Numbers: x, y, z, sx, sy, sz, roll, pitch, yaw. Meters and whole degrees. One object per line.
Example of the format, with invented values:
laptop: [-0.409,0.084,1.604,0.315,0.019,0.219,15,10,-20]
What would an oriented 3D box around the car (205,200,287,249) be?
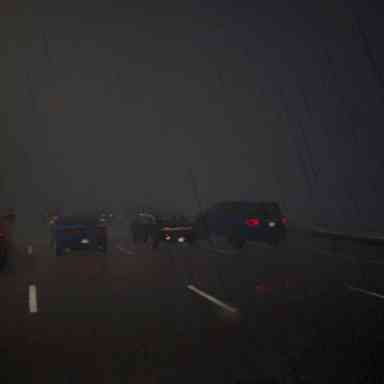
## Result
car: [2.061,1.409,15.861,2.150,2.045,5.566,0,0,-26]

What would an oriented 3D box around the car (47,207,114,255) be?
car: [-4.940,1.637,14.255,1.882,1.535,5.008,0,0,-26]

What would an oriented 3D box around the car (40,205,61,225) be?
car: [-11.431,1.828,27.375,1.812,1.442,4.674,0,0,-26]

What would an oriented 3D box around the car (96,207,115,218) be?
car: [-8.014,1.918,28.346,1.895,1.301,4.718,0,-1,-26]

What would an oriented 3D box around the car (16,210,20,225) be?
car: [-14.401,1.770,25.476,2.128,1.511,4.902,0,-1,-26]

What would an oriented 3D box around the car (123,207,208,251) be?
car: [-1.478,1.666,15.139,2.128,1.511,4.902,0,-1,-26]

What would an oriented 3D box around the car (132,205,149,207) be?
car: [-4.568,1.878,29.256,2.033,1.411,5.357,0,-1,-26]

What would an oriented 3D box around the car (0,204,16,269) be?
car: [-7.342,1.347,11.189,2.150,2.045,5.566,0,0,-26]
